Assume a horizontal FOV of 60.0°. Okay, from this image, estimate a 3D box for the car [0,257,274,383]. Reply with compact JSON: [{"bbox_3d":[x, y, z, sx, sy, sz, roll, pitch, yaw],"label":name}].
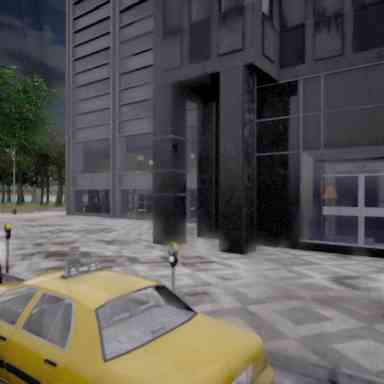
[{"bbox_3d":[-1.498,1.525,4.037,4.829,1.417,1.752,0,0,36],"label":"car"}]
